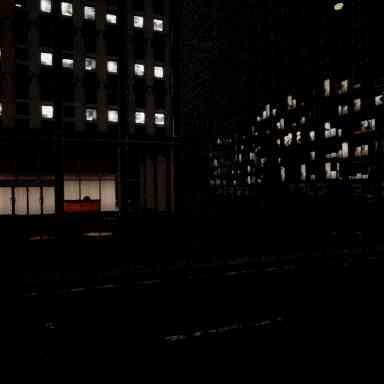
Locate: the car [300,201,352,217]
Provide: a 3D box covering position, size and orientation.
[{"bbox_3d":[12.059,1.434,29.455,1.947,1.339,4.313,0,1,-21],"label":"car"}]

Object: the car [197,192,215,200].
[{"bbox_3d":[2.814,0.879,69.854,1.882,1.535,5.008,-1,1,-21],"label":"car"}]

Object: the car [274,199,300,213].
[{"bbox_3d":[10.031,1.399,34.766,1.802,1.307,4.206,0,1,-21],"label":"car"}]

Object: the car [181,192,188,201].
[{"bbox_3d":[-2.136,1.056,66.621,2.008,1.369,4.403,0,1,-21],"label":"car"}]

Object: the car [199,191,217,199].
[{"bbox_3d":[3.637,0.633,74.935,2.192,1.841,5.009,0,1,-21],"label":"car"}]

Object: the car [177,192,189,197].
[{"bbox_3d":[-2.498,0.710,90.846,2.008,1.369,4.403,0,1,-21],"label":"car"}]

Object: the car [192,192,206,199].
[{"bbox_3d":[1.592,0.705,80.239,1.967,1.590,4.097,0,1,-21],"label":"car"}]

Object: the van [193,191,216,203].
[{"bbox_3d":[1.954,0.952,56.013,1.690,1.788,3.998,0,1,-21],"label":"van"}]

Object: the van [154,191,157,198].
[{"bbox_3d":[-8.272,0.687,82.527,1.690,1.788,3.998,0,1,-21],"label":"van"}]

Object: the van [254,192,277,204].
[{"bbox_3d":[11.817,0.870,53.724,1.690,1.788,3.998,0,1,-21],"label":"van"}]

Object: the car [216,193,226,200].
[{"bbox_3d":[5.683,0.953,69.636,1.802,1.307,4.206,0,1,-21],"label":"car"}]

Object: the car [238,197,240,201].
[{"bbox_3d":[9.774,1.059,59.029,1.802,1.307,4.206,0,1,-21],"label":"car"}]

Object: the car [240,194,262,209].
[{"bbox_3d":[8.040,1.331,40.089,1.947,1.339,4.313,0,1,-21],"label":"car"}]
